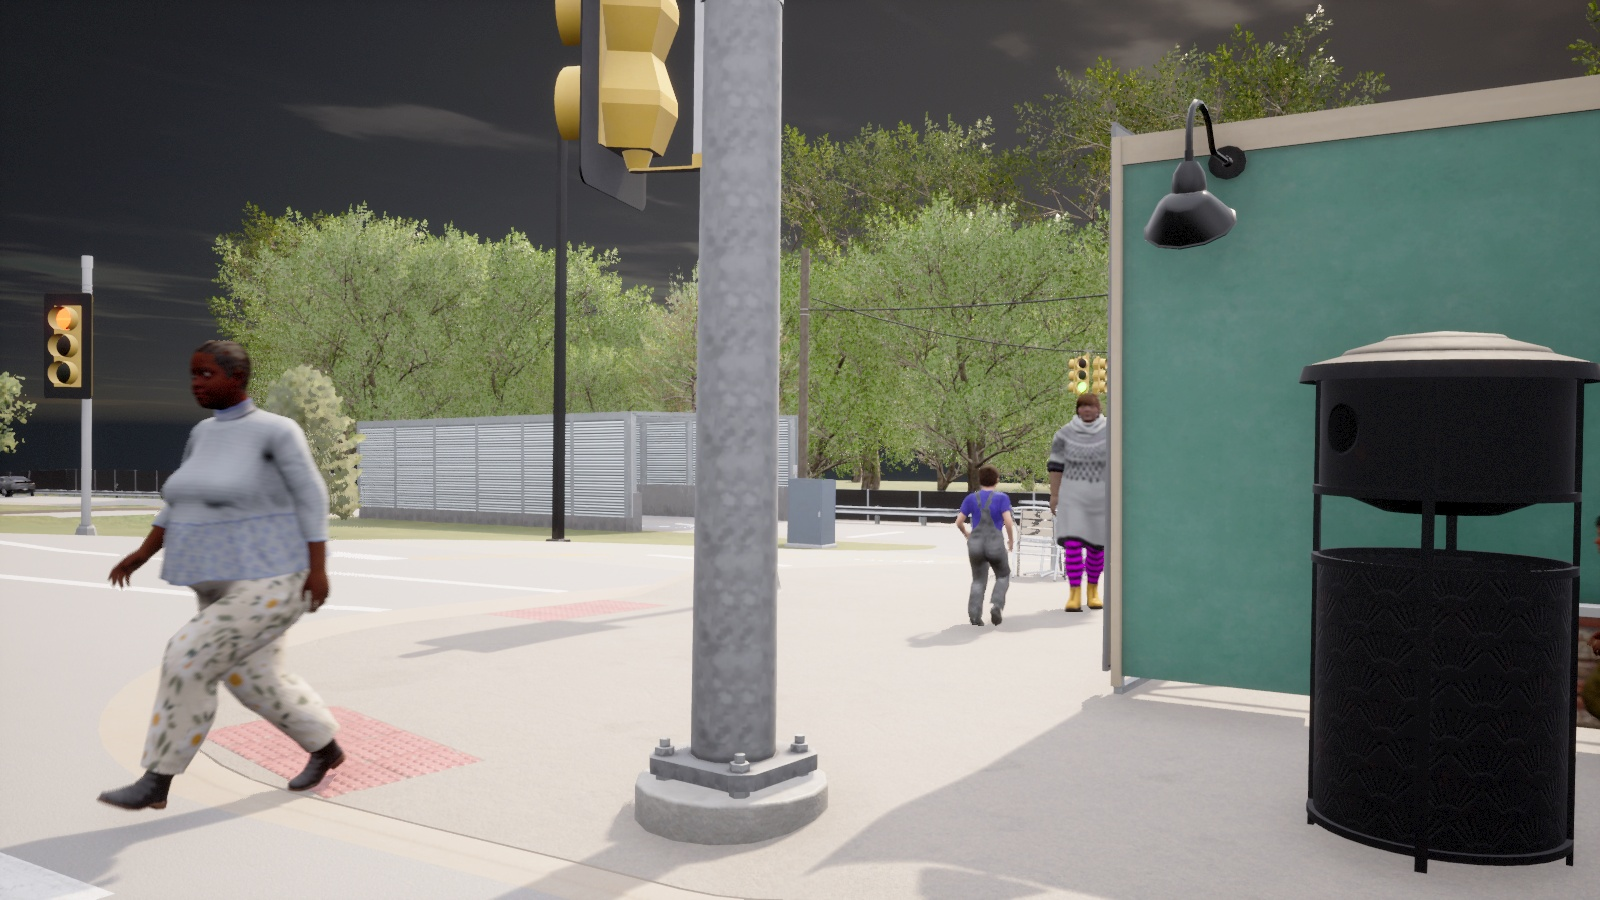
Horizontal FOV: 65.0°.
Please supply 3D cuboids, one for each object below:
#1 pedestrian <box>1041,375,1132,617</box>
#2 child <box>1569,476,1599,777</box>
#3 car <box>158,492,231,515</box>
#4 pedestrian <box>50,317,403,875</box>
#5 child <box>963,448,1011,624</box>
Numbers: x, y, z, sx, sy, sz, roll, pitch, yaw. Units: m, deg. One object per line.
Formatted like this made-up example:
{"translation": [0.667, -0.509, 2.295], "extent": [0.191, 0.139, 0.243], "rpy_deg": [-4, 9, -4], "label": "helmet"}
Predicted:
{"translation": [2.436, 0.364, 10.634], "extent": [0.659, 1.952, 0.873], "rpy_deg": [0, 1, 19], "label": "pedestrian"}
{"translation": [3.396, 0.711, 5.092], "extent": [0.448, 1.192, 0.343], "rpy_deg": [0, 1, 35], "label": "child"}
{"translation": [-37.514, 3.294, 77.727], "extent": [4.718, 1.301, 1.895], "rpy_deg": [-1, 0, 33], "label": "car"}
{"translation": [-2.173, 0.479, 4.794], "extent": [0.874, 1.855, 0.900], "rpy_deg": [0, 1, 37], "label": "pedestrian"}
{"translation": [1.390, 0.618, 9.309], "extent": [0.270, 1.263, 0.437], "rpy_deg": [0, 1, 21], "label": "child"}
